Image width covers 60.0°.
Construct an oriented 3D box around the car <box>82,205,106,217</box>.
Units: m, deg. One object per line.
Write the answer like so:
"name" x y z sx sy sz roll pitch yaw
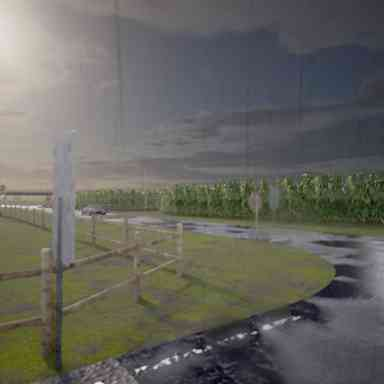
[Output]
"car" -12.292 2.336 41.706 1.994 1.385 4.181 1 -2 -35
